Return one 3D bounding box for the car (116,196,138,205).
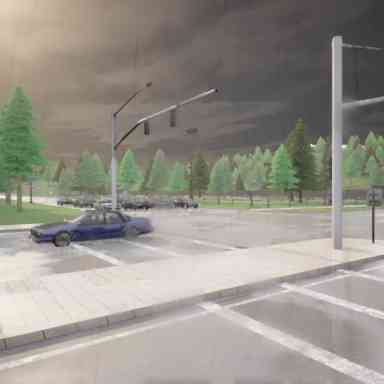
[{"bbox_3d":[-12.100,1.547,61.245,2.033,1.411,5.357,0,0,-34],"label":"car"}]

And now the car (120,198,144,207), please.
[{"bbox_3d":[-9.243,1.601,51.023,1.895,1.301,4.718,0,0,-35],"label":"car"}]

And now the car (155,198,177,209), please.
[{"bbox_3d":[-4.219,1.564,43.861,1.994,1.385,4.181,0,0,-35],"label":"car"}]

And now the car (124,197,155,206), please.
[{"bbox_3d":[-7.206,1.547,42.023,2.033,1.411,5.357,0,0,-35],"label":"car"}]

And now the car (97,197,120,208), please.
[{"bbox_3d":[-12.569,1.526,49.673,1.812,1.442,4.674,0,0,-35],"label":"car"}]

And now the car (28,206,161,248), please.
[{"bbox_3d":[-4.332,1.547,14.999,5.357,1.411,2.033,0,0,-35],"label":"car"}]

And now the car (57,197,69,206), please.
[{"bbox_3d":[-21.498,1.564,56.345,1.994,1.385,4.181,0,0,-35],"label":"car"}]

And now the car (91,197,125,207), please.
[{"bbox_3d":[-10.250,1.601,40.268,1.895,1.301,4.718,0,0,-35],"label":"car"}]

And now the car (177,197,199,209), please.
[{"bbox_3d":[-1.007,1.505,45.377,1.837,1.490,4.892,0,0,-35],"label":"car"}]

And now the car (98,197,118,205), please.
[{"bbox_3d":[-14.954,1.564,59.207,1.994,1.385,4.181,0,0,-35],"label":"car"}]

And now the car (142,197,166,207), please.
[{"bbox_3d":[-6.099,1.564,52.649,1.994,1.385,4.181,0,0,-35],"label":"car"}]

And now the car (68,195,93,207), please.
[{"bbox_3d":[-15.793,1.547,48.169,2.033,1.411,5.357,0,0,-35],"label":"car"}]

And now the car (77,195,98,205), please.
[{"bbox_3d":[-18.136,1.352,57.641,2.097,1.767,4.553,0,0,-35],"label":"car"}]
